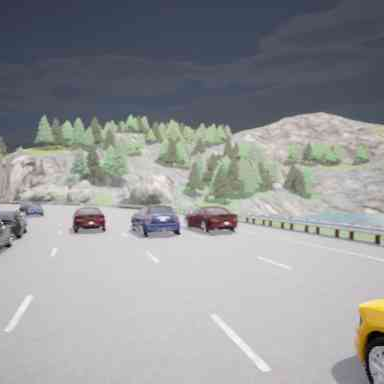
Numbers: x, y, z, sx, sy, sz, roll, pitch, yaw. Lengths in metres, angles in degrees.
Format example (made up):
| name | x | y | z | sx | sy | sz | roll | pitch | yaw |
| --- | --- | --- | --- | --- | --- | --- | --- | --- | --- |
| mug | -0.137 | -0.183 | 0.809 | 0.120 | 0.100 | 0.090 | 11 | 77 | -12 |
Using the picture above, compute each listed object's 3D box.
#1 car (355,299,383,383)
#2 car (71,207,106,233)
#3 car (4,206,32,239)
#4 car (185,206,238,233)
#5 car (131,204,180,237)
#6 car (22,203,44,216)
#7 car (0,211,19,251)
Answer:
| name | x | y | z | sx | sy | sz | roll | pitch | yaw |
| --- | --- | --- | --- | --- | --- | --- | --- | --- | --- |
| car | 3.331 | 1.445 | 2.124 | 1.882 | 1.535 | 5.008 | -1 | -1 | -15 |
| car | -6.994 | 1.761 | 22.380 | 1.882 | 1.535 | 5.008 | -1 | -1 | -21 |
| car | -10.576 | 1.816 | 19.039 | 1.837 | 1.490 | 4.892 | -1 | 0 | -21 |
| car | 1.076 | 1.628 | 20.850 | 1.882 | 1.535 | 5.008 | -1 | 0 | -20 |
| car | -2.282 | 1.544 | 19.811 | 2.097 | 1.767 | 4.553 | -1 | 0 | -20 |
| car | -18.576 | 2.139 | 39.303 | 2.033 | 1.411 | 5.357 | -1 | 0 | -28 |
| car | -8.473 | 1.739 | 13.271 | 1.837 | 1.490 | 4.892 | -1 | 0 | -19 |
